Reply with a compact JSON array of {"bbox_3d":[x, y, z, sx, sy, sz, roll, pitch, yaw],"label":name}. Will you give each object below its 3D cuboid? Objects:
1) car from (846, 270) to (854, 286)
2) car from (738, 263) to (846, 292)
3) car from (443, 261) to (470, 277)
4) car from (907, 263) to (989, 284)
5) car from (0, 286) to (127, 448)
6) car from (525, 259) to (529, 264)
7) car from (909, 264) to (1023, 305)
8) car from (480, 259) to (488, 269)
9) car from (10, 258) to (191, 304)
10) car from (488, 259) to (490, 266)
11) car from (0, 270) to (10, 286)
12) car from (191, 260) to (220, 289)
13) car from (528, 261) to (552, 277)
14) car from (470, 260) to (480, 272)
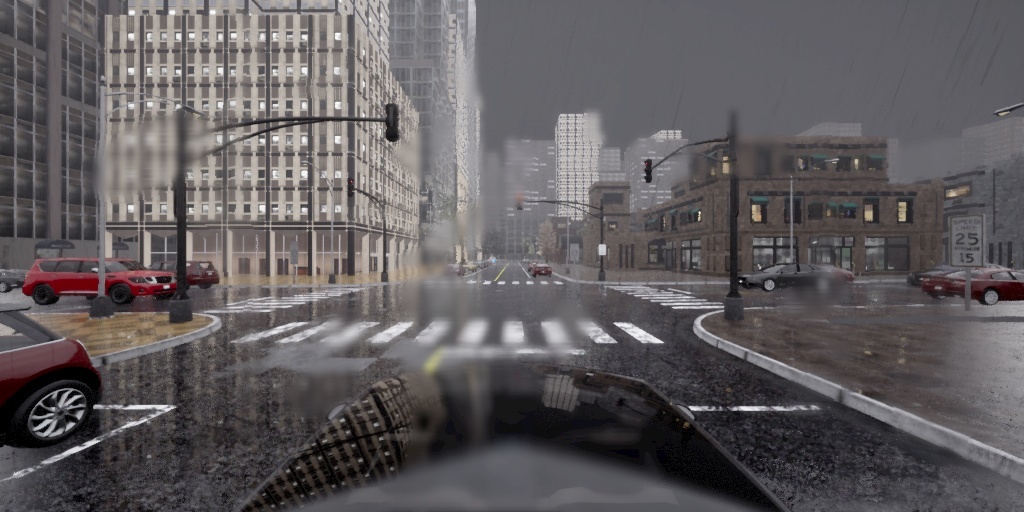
[{"bbox_3d":[19.053,1.202,22.586,4.207,1.307,1.802,0,0,-1],"label":"car"},{"bbox_3d":[15.142,1.147,19.960,4.892,1.490,1.837,0,0,-1],"label":"car"},{"bbox_3d":[-5.523,1.341,34.773,1.802,1.307,4.207,0,0,0],"label":"car"},{"bbox_3d":[24.946,1.141,20.064,4.181,1.385,1.994,0,0,-1],"label":"car"},{"bbox_3d":[-5.691,1.190,2.306,1.967,1.591,4.097,0,0,0],"label":"car"},{"bbox_3d":[2.915,1.348,45.811,1.802,1.307,4.207,0,0,0],"label":"car"},{"bbox_3d":[19.136,1.153,14.206,4.507,1.381,1.888,0,0,-1],"label":"car"},{"bbox_3d":[-5.407,1.324,56.936,2.007,1.370,4.403,0,0,0],"label":"car"},{"bbox_3d":[-18.590,1.087,16.425,5.566,2.045,2.150,0,0,-1],"label":"car"},{"bbox_3d":[-5.379,1.344,62.476,1.948,1.339,4.313,0,0,0],"label":"car"},{"bbox_3d":[-31.429,1.508,22.086,4.403,1.370,2.007,0,0,-1],"label":"car"},{"bbox_3d":[-21.019,1.203,22.189,5.009,1.841,2.192,0,0,-1],"label":"car"},{"bbox_3d":[2.859,1.304,34.729,1.888,1.381,4.507,0,0,0],"label":"car"},{"bbox_3d":[-5.466,1.291,45.684,1.751,1.417,4.829,0,0,0],"label":"car"}]
